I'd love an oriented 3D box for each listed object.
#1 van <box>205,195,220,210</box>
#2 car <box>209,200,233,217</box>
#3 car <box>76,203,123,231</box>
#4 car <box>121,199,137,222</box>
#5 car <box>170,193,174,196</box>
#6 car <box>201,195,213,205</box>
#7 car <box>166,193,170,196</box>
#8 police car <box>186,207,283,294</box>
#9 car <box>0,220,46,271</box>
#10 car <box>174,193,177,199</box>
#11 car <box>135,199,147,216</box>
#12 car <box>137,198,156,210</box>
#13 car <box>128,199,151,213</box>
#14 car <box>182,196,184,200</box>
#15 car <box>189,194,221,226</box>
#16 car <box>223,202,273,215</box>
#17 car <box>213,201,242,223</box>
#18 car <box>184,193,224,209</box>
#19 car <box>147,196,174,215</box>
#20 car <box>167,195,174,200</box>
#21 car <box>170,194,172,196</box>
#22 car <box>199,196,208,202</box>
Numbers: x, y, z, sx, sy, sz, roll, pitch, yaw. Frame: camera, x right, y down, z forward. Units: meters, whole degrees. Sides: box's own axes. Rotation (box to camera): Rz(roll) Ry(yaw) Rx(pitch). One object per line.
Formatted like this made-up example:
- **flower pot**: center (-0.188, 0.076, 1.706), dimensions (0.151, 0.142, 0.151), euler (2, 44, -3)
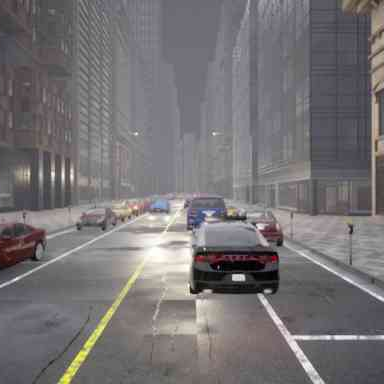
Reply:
- **van**: center (2.668, 1.338, 43.122), dimensions (1.690, 1.788, 3.998), euler (0, 0, 0)
- **car**: center (2.693, 1.542, 31.919), dimensions (1.887, 1.381, 4.507), euler (0, 0, 0)
- **car**: center (-5.807, 1.579, 20.687), dimensions (1.802, 1.307, 4.206), euler (0, 0, 0)
- **car**: center (-5.819, 1.523, 26.119), dimensions (1.752, 1.417, 4.829), euler (0, 0, 0)
- **car**: center (-5.933, 1.436, 76.705), dimensions (1.967, 1.590, 4.097), euler (0, 0, 0)
- **car**: center (2.630, 1.436, 59.929), dimensions (1.967, 1.590, 4.097), euler (0, 0, 0)
- **car**: center (-5.908, 1.436, 65.501), dimensions (1.967, 1.590, 4.097), euler (0, 0, 0)
- **police car**: center (0.880, 1.424, 8.898), dimensions (1.930, 1.638, 5.238), euler (0, 0, 0)
- **car**: center (-5.781, 1.543, 9.484), dimensions (1.887, 1.381, 4.507), euler (0, 0, 0)
- **car**: center (-5.958, 1.311, 87.908), dimensions (2.192, 1.841, 5.009), euler (0, 0, 0)
- **car**: center (-5.832, 1.437, 31.890), dimensions (1.967, 1.590, 4.097), euler (0, 0, 0)
- **car**: center (-5.857, 1.541, 43.095), dimensions (1.887, 1.381, 4.507), euler (0, 0, 0)
- **car**: center (-5.845, 1.541, 37.492), dimensions (1.887, 1.381, 4.507), euler (0, 0, 0)
- **car**: center (-0.080, 1.560, 45.267), dimensions (1.994, 1.385, 4.181), euler (0, 0, 0)
- **car**: center (0.844, 1.223, 24.819), dimensions (2.150, 2.045, 5.566), euler (0, 0, 0)
- **car**: center (2.732, 1.438, 15.111), dimensions (1.967, 1.590, 4.097), euler (0, 0, 0)
- **car**: center (2.706, 1.523, 26.486), dimensions (1.752, 1.417, 4.829), euler (0, 0, 0)
- **car**: center (0.778, 1.221, 18.810), dimensions (2.150, 2.045, 5.566), euler (0, 0, -1)
- **car**: center (-3.166, 1.474, 33.872), dimensions (1.882, 1.535, 5.008), euler (0, 0, 0)
- **car**: center (-5.972, 1.579, 93.509), dimensions (1.802, 1.307, 4.206), euler (0, 0, 0)
- **car**: center (-5.921, 1.562, 71.103), dimensions (1.947, 1.339, 4.313), euler (0, 0, 0)
- **car**: center (2.591, 1.541, 76.735), dimensions (1.887, 1.381, 4.507), euler (0, 0, 0)
